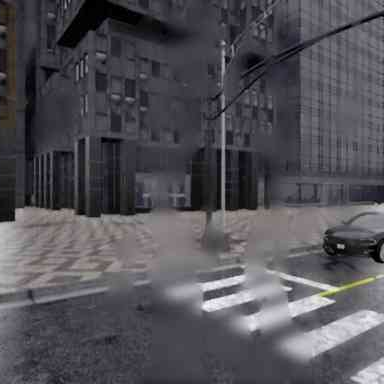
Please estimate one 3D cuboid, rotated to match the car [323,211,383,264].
[{"bbox_3d":[6.755,1.459,12.029,5.008,1.535,1.882,0,0,-36],"label":"car"}]
